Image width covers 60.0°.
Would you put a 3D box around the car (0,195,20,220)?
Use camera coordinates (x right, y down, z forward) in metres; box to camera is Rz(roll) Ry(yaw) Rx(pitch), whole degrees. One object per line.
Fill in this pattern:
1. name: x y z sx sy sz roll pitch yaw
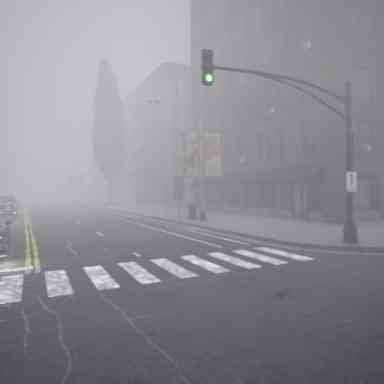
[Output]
1. car: -16.201 1.271 28.671 2.150 2.045 5.566 -1 0 -27

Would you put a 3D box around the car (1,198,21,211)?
1. car: -24.400 1.594 44.958 2.128 1.511 4.902 -1 0 -27

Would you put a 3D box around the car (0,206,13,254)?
1. car: -8.267 1.534 13.070 1.837 1.490 4.892 -1 1 -27
